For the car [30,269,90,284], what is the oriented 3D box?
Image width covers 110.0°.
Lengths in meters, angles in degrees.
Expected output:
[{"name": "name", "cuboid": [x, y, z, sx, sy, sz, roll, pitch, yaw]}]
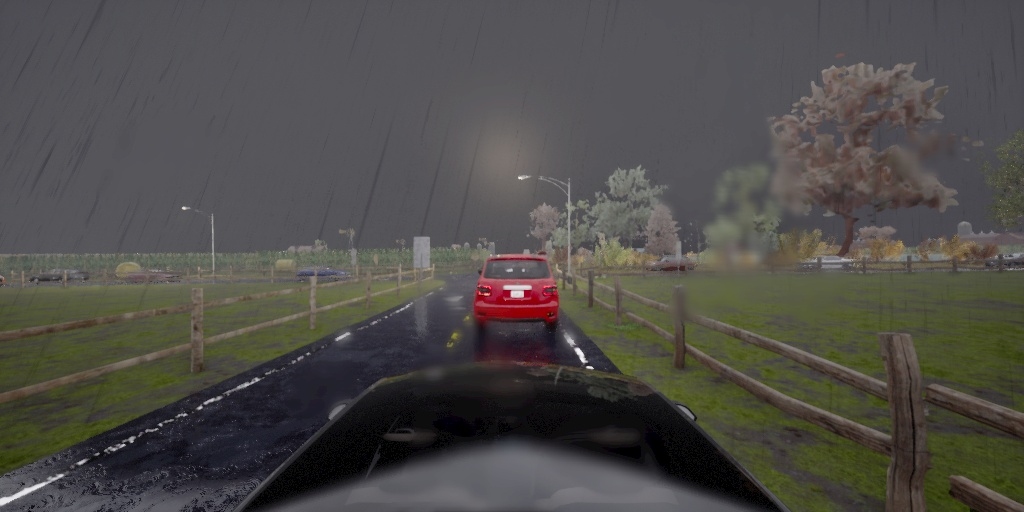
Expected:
[{"name": "car", "cuboid": [-46.911, 2.104, 37.227, 4.902, 1.511, 2.128, -1, 0, 2]}]

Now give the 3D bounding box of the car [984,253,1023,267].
[{"name": "car", "cuboid": [49.381, 0.437, 35.035, 4.674, 1.442, 1.812, -1, 0, 1]}]

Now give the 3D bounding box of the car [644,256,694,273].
[{"name": "car", "cuboid": [15.580, 0.804, 35.887, 4.553, 1.767, 2.097, -1, 0, 1]}]

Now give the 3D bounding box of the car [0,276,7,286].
[{"name": "car", "cuboid": [-51.990, 2.134, 34.539, 4.553, 1.767, 2.097, -1, 0, 1]}]

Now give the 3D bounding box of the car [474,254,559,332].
[{"name": "car", "cuboid": [0.117, 0.969, 11.025, 2.150, 2.045, 5.566, 0, 0, 0]}]

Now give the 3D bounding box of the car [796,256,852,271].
[{"name": "car", "cuboid": [30.865, 0.712, 35.531, 4.674, 1.442, 1.812, -1, 0, 1]}]

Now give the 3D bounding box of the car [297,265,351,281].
[{"name": "car", "cuboid": [-17.592, 1.583, 33.676, 4.674, 1.442, 1.812, -1, 0, 1]}]

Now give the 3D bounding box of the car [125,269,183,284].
[{"name": "car", "cuboid": [-33.899, 1.928, 34.043, 4.181, 1.385, 1.994, -1, 0, 1]}]

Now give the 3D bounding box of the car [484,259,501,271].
[{"name": "car", "cuboid": [-2.677, 1.264, 51.378, 2.128, 1.511, 4.902, 0, 0, 0]}]
